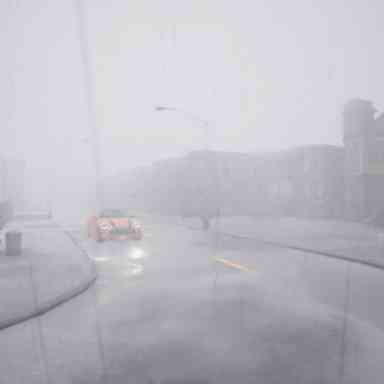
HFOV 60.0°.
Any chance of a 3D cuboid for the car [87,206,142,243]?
[{"bbox_3d":[-4.188,1.587,17.538,2.097,1.767,4.553,0,-1,-26],"label":"car"}]
